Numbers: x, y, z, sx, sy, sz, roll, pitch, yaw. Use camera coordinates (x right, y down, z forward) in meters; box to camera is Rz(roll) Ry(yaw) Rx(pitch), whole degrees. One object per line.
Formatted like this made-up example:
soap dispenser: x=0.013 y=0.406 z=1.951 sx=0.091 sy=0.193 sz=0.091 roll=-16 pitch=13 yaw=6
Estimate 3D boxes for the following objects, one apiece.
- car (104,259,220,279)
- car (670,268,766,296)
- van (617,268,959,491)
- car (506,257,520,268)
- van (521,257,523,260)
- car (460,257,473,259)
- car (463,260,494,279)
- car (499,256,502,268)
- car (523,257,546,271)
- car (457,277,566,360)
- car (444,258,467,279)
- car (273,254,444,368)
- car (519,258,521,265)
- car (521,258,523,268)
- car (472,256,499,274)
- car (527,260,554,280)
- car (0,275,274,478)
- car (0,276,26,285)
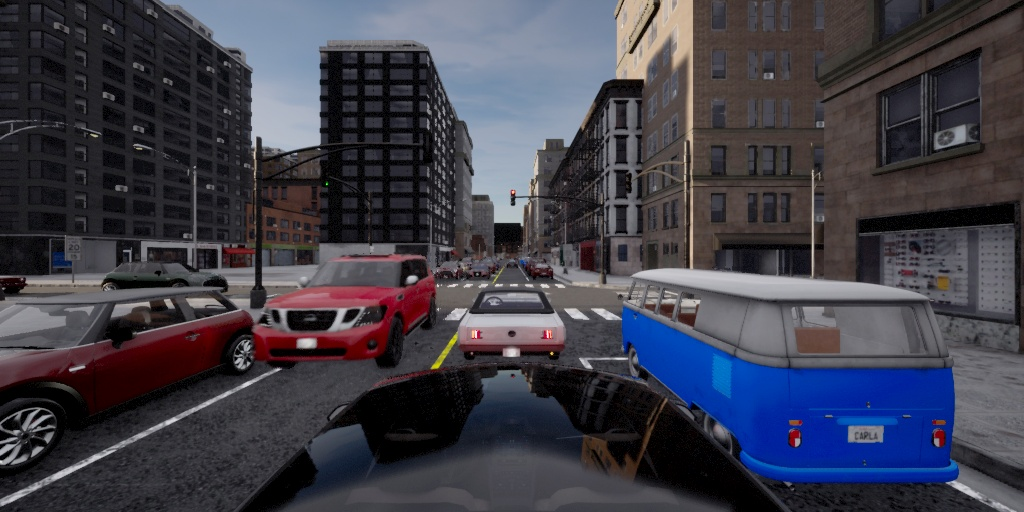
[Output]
car: x=-16.005 y=1.022 z=16.731 sx=4.553 sy=1.767 sz=2.097 roll=0 pitch=0 yaw=0
car: x=11.268 y=1.381 z=19.876 sx=4.181 sy=1.385 sz=1.994 roll=0 pitch=0 yaw=3
van: x=2.637 y=1.091 z=4.523 sx=1.690 sy=1.789 sz=3.998 roll=0 pitch=0 yaw=0
car: x=0.034 y=1.269 z=59.293 sx=1.812 sy=1.442 sz=4.674 roll=0 pitch=0 yaw=0
van: x=2.580 y=1.086 z=53.042 sx=1.690 sy=1.789 sz=3.998 roll=0 pitch=0 yaw=0
car: x=-5.432 y=1.062 z=42.213 sx=2.192 sy=1.841 sz=5.009 roll=0 pitch=0 yaw=0
car: x=-2.883 y=1.313 z=31.569 sx=1.994 sy=1.385 sz=4.181 roll=0 pitch=0 yaw=-1
car: x=-2.890 y=1.099 z=49.064 sx=2.097 sy=1.767 sz=4.553 roll=0 pitch=0 yaw=0
car: x=2.599 y=1.063 z=36.812 sx=2.192 sy=1.841 sz=5.009 roll=0 pitch=0 yaw=0
car: x=-0.006 y=1.351 z=8.309 sx=1.895 sy=1.301 sz=4.718 roll=0 pitch=0 yaw=0
car: x=-5.420 y=1.188 z=31.394 sx=1.967 sy=1.591 sz=4.097 roll=0 pitch=0 yaw=0
car: x=-3.185 y=0.971 z=8.203 sx=2.150 sy=2.045 sz=5.566 roll=0 pitch=0 yaw=-1
car: x=2.574 y=1.309 z=58.451 sx=1.948 sy=1.339 sz=4.313 roll=0 pitch=0 yaw=0
car: x=2.587 y=1.292 z=47.632 sx=1.888 sy=1.381 sz=4.507 roll=0 pitch=0 yaw=0
car: x=-2.876 y=1.100 z=40.189 sx=2.097 sy=1.767 sz=4.553 roll=0 pitch=0 yaw=0
car: x=2.605 y=1.294 z=31.403 sx=1.888 sy=1.381 sz=4.507 roll=0 pitch=0 yaw=0
car: x=-5.389 y=1.190 z=4.514 sx=1.967 sy=1.591 sz=4.097 roll=0 pitch=0 yaw=0
car: x=-25.960 y=1.215 z=16.716 sx=4.718 sy=1.301 sz=1.895 roll=0 pitch=0 yaw=0
